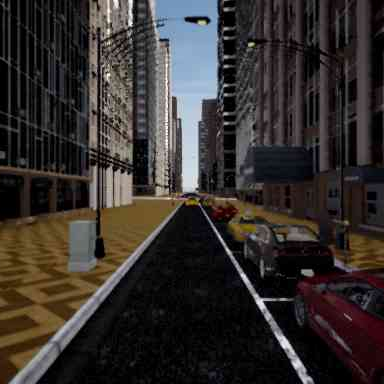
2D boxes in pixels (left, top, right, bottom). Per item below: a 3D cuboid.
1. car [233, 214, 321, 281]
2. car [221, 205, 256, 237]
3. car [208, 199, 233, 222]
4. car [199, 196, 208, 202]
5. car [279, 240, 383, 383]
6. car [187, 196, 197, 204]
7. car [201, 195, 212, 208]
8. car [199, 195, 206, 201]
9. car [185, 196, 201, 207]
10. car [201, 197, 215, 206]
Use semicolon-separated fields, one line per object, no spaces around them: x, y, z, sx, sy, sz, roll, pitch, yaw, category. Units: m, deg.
2.565;1.551;9.606;2.008;1.369;4.403;0;0;0;car
2.566;1.526;15.327;1.752;1.417;4.829;0;0;0;car
2.568;1.544;26.260;1.887;1.381;4.507;0;0;0;car
2.576;1.528;76.222;1.887;1.381;4.507;0;0;0;car
2.565;1.582;4.055;1.802;1.307;4.206;0;0;0;car
0.009;1.553;64.223;1.994;1.385;4.181;0;0;0;car
2.572;1.521;48.636;1.752;1.417;4.829;0;0;0;car
2.577;1.505;81.944;1.752;1.417;4.829;0;0;0;car
0.015;1.473;50.402;1.882;1.535;5.008;0;0;0;car
2.573;1.545;54.017;2.008;1.369;4.403;0;0;0;car
